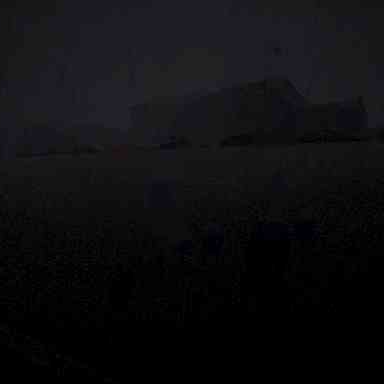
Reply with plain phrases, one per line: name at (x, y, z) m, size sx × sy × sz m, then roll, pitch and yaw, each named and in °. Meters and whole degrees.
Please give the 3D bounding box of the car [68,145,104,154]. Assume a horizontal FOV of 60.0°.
car at (-10.060, -4.021, 33.884) m, size 4.674 × 1.452 × 2.002 m, roll 2°, pitch 1°, yaw 33°

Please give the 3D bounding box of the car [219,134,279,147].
car at (4.398, -3.605, 25.341) m, size 4.792 × 1.488 × 2.163 m, roll 2°, pitch 1°, yaw 29°

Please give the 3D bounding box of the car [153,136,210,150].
car at (-0.594, -3.905, 28.139) m, size 4.553 × 1.767 × 2.185 m, roll 2°, pitch 1°, yaw 31°

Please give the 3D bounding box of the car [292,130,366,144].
car at (9.261, -3.456, 22.734) m, size 4.674 × 1.452 × 2.002 m, roll 2°, pitch 1°, yaw 28°

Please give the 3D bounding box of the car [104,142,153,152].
car at (-5.348, -3.920, 30.955) m, size 5.008 × 1.535 × 2.097 m, roll 2°, pitch 1°, yaw 32°

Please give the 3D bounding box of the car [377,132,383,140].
car at (14.093, -3.356, 20.277) m, size 4.892 × 1.521 × 2.231 m, roll 2°, pitch 1°, yaw 27°

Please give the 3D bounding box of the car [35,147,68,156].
car at (-14.706, -4.196, 36.911) m, size 4.892 × 1.521 × 2.231 m, roll 2°, pitch 1°, yaw 34°

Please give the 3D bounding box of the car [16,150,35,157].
car at (-19.272, -4.314, 40.010) m, size 4.892 × 1.521 × 2.231 m, roll 1°, pitch 1°, yaw 34°
